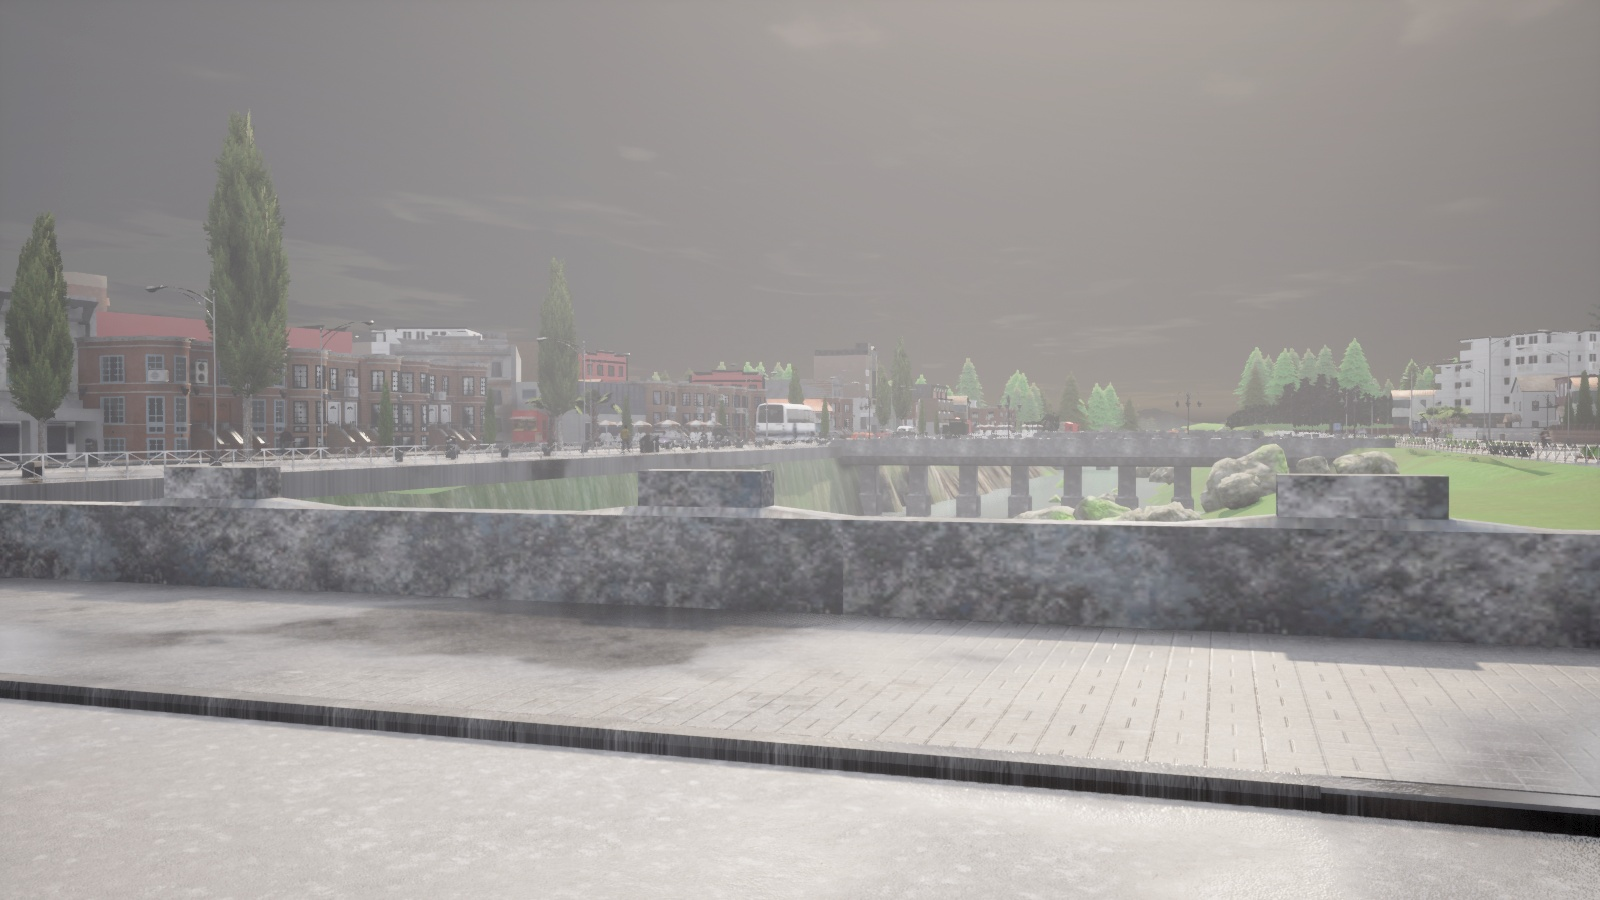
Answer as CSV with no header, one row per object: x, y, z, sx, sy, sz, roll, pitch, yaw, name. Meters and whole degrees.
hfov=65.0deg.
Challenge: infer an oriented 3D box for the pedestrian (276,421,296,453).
-30.416,-0.771,74.280,0.634,1.844,0.899,1,1,19,pedestrian
